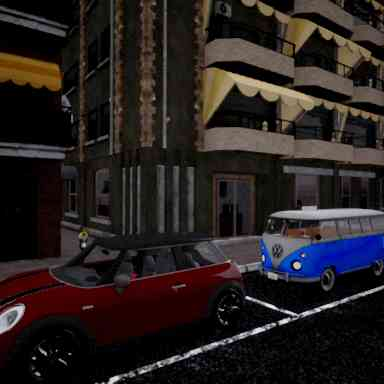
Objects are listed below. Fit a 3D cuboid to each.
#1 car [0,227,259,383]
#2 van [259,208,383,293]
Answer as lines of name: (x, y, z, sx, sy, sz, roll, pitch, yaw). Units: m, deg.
car: (-1.134, 1.440, 5.283, 4.097, 1.590, 1.967, 0, 0, -35)
van: (3.500, 1.343, 8.584, 3.998, 1.788, 1.690, 0, 0, -35)
